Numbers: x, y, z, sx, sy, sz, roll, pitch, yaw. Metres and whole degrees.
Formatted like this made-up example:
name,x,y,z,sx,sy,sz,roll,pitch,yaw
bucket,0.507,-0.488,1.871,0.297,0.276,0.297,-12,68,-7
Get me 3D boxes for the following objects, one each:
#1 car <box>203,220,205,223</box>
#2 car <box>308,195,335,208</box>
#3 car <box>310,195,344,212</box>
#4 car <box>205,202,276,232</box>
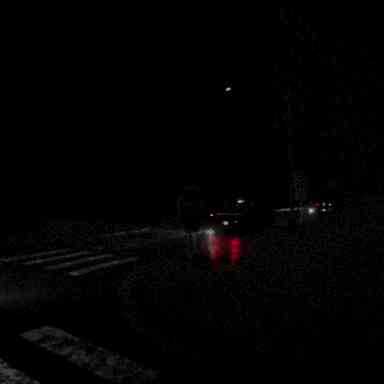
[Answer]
name,x,y,z,sx,sy,sz,roll,pitch,yaw
car,1.819,1.478,21.926,1.895,1.301,4.718,-1,0,36
car,16.608,1.190,42.504,1.882,1.535,5.008,-1,-1,36
car,14.187,1.245,34.145,2.033,1.411,5.357,-1,-1,36
car,3.095,1.322,18.642,2.128,1.511,4.902,-1,0,36
